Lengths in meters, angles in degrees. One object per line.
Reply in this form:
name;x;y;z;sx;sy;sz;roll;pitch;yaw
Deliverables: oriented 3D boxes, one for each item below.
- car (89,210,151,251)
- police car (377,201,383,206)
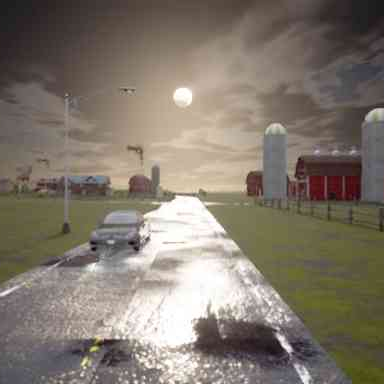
car;-2.850;1.500;14.045;1.812;1.442;4.674;0;0;0
police car;39.113;2.061;65.526;4.974;1.542;2.038;1;0;0
